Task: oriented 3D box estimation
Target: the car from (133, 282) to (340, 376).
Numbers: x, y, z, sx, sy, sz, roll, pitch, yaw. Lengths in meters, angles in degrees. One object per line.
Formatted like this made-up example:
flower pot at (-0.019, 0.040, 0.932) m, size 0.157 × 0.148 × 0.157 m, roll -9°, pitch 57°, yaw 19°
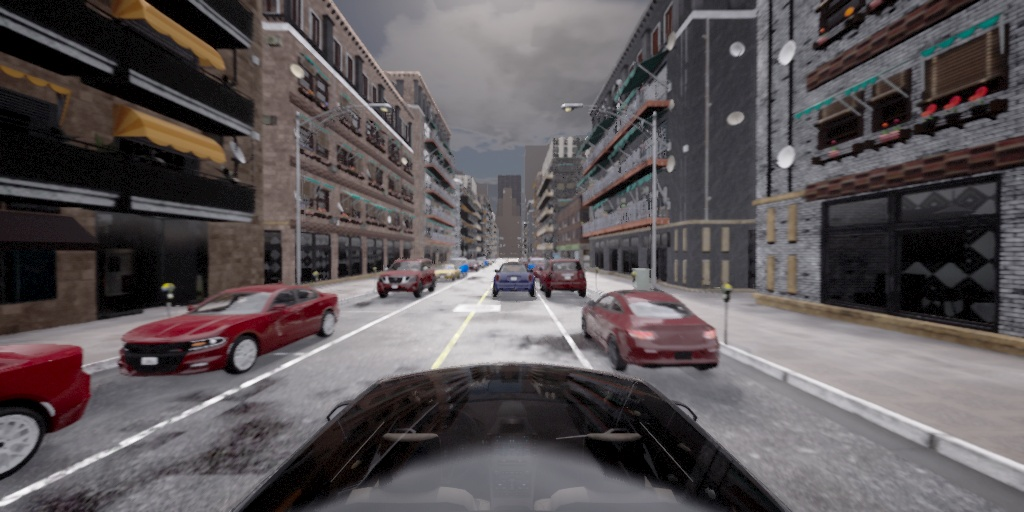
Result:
car at (-5.318, 1.300, 7.511) m, size 1.888 × 1.381 × 4.507 m, roll 0°, pitch 0°, yaw 0°

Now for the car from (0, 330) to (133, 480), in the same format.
car at (-5.316, 1.296, 1.860) m, size 1.888 × 1.381 × 4.507 m, roll 0°, pitch 0°, yaw 0°

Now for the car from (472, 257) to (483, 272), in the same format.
car at (-5.331, 1.224, 47.070) m, size 1.967 × 1.591 × 4.097 m, roll 0°, pitch 0°, yaw 0°

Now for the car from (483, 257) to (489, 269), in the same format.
car at (-5.335, 1.344, 58.373) m, size 2.007 × 1.370 × 4.403 m, roll 0°, pitch 0°, yaw 0°

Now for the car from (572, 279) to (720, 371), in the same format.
car at (2.563, 1.336, 7.423) m, size 1.802 × 1.307 × 4.207 m, roll 0°, pitch 0°, yaw 0°

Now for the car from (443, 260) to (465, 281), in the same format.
car at (-5.325, 1.297, 29.946) m, size 1.751 × 1.417 × 4.829 m, roll 0°, pitch 0°, yaw 0°

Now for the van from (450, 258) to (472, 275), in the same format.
van at (-5.327, 1.117, 35.768) m, size 1.690 × 1.789 × 3.998 m, roll 0°, pitch 0°, yaw 0°

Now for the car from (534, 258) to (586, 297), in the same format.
car at (2.559, 1.077, 18.752) m, size 2.192 × 1.841 × 5.009 m, roll 0°, pitch 0°, yaw 0°

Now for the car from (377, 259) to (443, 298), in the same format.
car at (-5.322, 1.078, 18.813) m, size 2.192 × 1.841 × 5.009 m, roll 0°, pitch 0°, yaw 0°

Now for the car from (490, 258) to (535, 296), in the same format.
car at (0.093, 1.115, 19.444) m, size 2.097 × 1.767 × 4.553 m, roll 0°, pitch 0°, yaw 0°
